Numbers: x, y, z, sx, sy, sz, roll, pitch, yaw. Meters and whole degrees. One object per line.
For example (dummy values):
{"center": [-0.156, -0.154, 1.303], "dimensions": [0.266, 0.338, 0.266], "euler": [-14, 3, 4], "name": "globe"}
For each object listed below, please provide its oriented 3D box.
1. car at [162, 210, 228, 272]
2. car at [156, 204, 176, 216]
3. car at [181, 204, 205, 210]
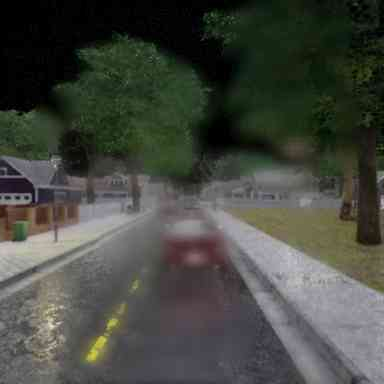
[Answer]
{"center": [0.091, 1.596, 11.236], "dimensions": [1.882, 1.535, 5.008], "euler": [0, 0, 0], "name": "car"}
{"center": [-2.824, 1.986, 36.916], "dimensions": [1.895, 1.301, 4.718], "euler": [0, -1, 0], "name": "car"}
{"center": [0.106, 1.788, 28.375], "dimensions": [2.128, 1.511, 4.902], "euler": [0, -1, 0], "name": "car"}
